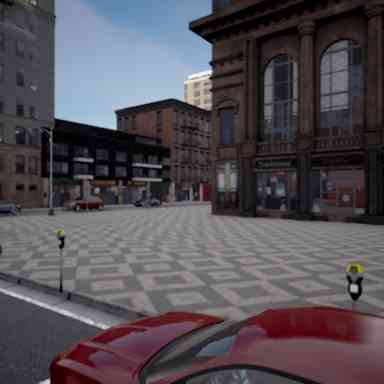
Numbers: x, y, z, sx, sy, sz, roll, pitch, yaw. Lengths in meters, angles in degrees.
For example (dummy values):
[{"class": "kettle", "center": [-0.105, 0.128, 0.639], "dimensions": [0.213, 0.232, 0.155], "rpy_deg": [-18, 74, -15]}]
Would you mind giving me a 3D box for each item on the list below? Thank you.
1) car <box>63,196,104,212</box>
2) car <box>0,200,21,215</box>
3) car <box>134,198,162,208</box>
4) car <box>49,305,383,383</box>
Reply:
[{"class": "car", "center": [-12.332, 1.237, 37.866], "dimensions": [2.097, 1.767, 4.553], "rpy_deg": [0, 0, 36]}, {"class": "car", "center": [-17.910, 1.443, 30.284], "dimensions": [1.994, 1.385, 4.181], "rpy_deg": [0, 0, 36]}, {"class": "car", "center": [-6.126, 1.457, 46.300], "dimensions": [1.994, 1.385, 4.181], "rpy_deg": [0, 0, 36]}, {"class": "car", "center": [0.787, 1.543, 2.284], "dimensions": [4.507, 1.381, 1.887], "rpy_deg": [0, 0, 35]}]
